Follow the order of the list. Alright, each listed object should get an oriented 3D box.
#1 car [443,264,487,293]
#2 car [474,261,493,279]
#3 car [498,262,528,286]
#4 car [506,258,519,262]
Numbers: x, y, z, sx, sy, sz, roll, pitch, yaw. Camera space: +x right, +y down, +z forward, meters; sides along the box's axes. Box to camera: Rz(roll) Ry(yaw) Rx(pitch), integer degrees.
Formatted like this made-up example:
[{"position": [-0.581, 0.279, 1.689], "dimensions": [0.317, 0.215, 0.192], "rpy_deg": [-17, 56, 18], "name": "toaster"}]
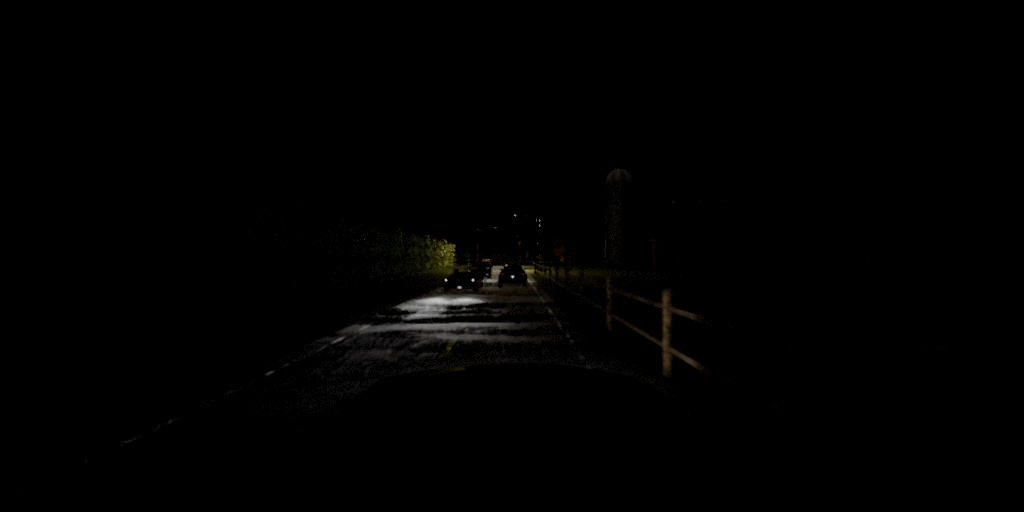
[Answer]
[{"position": [-2.768, 1.355, 21.197], "dimensions": [1.895, 1.301, 4.718], "rpy_deg": [0, 0, 1], "name": "car"}, {"position": [-2.783, 1.266, 32.643], "dimensions": [1.837, 1.490, 4.892], "rpy_deg": [0, 0, 0], "name": "car"}, {"position": [0.063, 1.321, 25.210], "dimensions": [1.994, 1.385, 4.181], "rpy_deg": [0, 0, 1], "name": "car"}, {"position": [0.064, 1.122, 45.054], "dimensions": [2.097, 1.767, 4.553], "rpy_deg": [0, 0, 0], "name": "car"}]
